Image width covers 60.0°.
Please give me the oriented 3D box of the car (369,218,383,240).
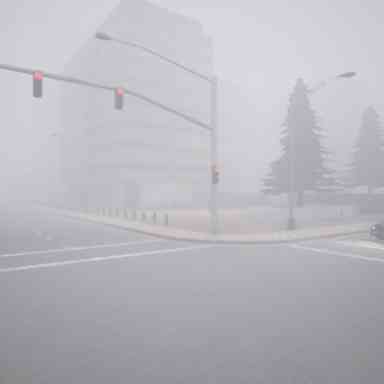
[{"bbox_3d":[10.774,1.548,16.026,5.357,1.411,2.033,0,0,-34],"label":"car"}]
